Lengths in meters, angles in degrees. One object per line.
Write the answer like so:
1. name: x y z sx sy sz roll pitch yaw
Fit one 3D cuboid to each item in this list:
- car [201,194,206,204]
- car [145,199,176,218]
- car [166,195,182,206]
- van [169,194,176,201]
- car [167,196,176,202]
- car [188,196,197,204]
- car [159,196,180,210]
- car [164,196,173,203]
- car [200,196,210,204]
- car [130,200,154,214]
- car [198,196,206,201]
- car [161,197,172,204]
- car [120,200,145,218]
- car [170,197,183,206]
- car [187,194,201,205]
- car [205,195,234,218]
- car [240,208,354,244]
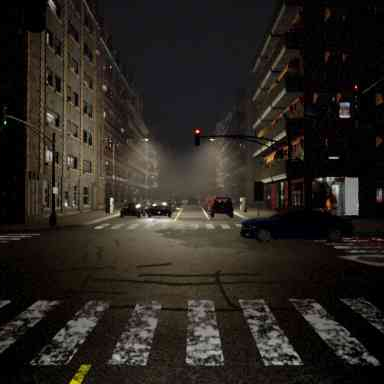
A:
1. car: 2.621 1.336 41.326 2.192 1.841 5.009 1 0 0
2. car: -2.812 1.575 30.428 1.994 1.385 4.181 0 0 0
3. car: -2.734 1.601 49.242 1.994 1.385 4.181 0 0 1
4. van: -5.217 1.589 91.351 1.690 1.788 3.998 1 0 0
5. car: -5.226 1.764 85.786 2.008 1.369 4.403 1 0 0
6. car: 0.135 1.600 70.384 1.882 1.535 5.008 0 0 0
7. car: -2.796 1.523 39.308 1.837 1.490 4.892 0 0 0
8. car: -5.235 1.671 74.487 1.752 1.417 4.829 1 0 0
9. car: 2.641 1.556 69.124 1.967 1.590 4.097 1 0 0
10. car: -5.267 1.581 35.724 1.947 1.339 4.313 1 0 0
11. car: 2.659 1.813 91.375 1.947 1.339 4.313 1 0 0
12. car: -5.240 1.667 69.095 2.008 1.369 4.403 1 0 0
13. car: -5.272 1.577 30.162 1.947 1.339 4.313 1 0 0
14. car: -2.695 1.619 59.603 2.033 1.411 5.357 0 0 0
15. car: 0.156 1.544 58.402 1.882 1.535 5.008 0 0 0
16. car: 2.612 1.326 30.201 2.192 1.841 5.009 1 0 0
17. car: 4.747 1.499 15.359 5.008 1.535 1.882 0 -1 0
